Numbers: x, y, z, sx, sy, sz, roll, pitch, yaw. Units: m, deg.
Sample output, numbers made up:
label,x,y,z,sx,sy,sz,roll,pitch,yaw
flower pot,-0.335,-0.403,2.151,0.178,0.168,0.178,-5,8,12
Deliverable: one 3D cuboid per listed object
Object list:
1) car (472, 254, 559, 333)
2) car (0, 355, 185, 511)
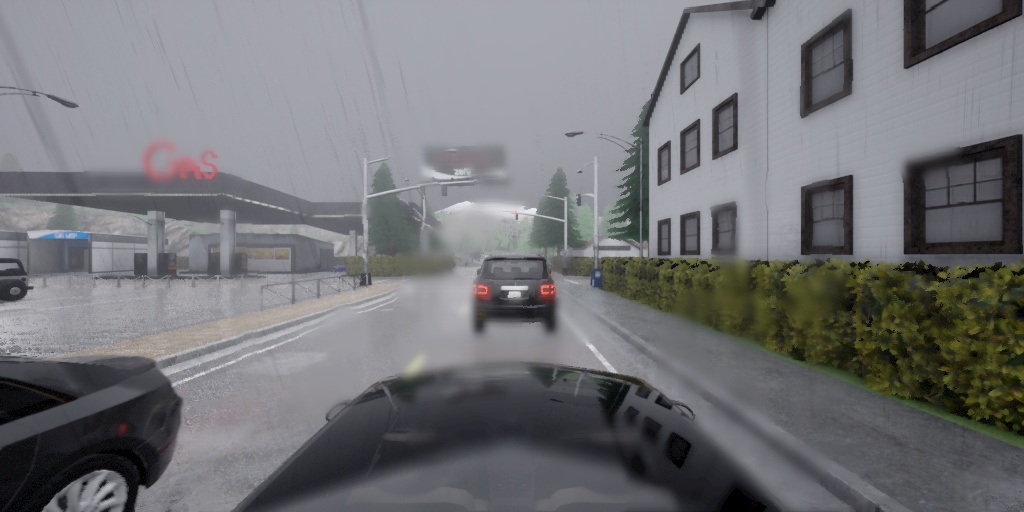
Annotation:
label,x,y,z,sx,sy,sz,roll,pitch,yaw
car,0.085,0.971,10.829,2.150,2.045,5.566,0,0,0
car,-3.592,1.255,0.858,1.837,1.490,4.892,0,0,0
